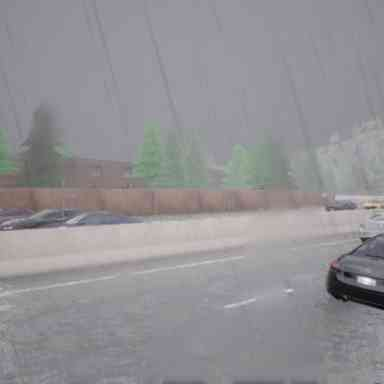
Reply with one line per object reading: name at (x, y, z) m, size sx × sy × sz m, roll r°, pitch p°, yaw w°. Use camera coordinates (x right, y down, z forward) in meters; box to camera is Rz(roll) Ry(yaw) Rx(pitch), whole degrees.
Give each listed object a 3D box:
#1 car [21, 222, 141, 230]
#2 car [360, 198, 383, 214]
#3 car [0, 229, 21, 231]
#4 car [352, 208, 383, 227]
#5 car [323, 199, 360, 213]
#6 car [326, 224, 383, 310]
car at (-4.257, 1.533, 13.839) m, size 4.674 × 1.442 × 1.812 m, roll 0°, pitch 0°, yaw -36°
car at (21.035, 1.544, 37.802) m, size 5.008 × 1.535 × 1.882 m, roll 0°, pitch 0°, yaw -45°
car at (-6.693, 1.512, 16.416) m, size 4.892 × 1.490 × 1.837 m, roll 0°, pitch 0°, yaw -36°
car at (9.070, 1.553, 14.533) m, size 4.674 × 1.442 × 1.812 m, roll 0°, pitch 0°, yaw -36°
car at (17.692, 1.611, 39.252) m, size 5.357 × 1.411 × 2.033 m, roll 0°, pitch 0°, yaw -42°
car at (4.777, 1.578, 7.155) m, size 4.181 × 1.385 × 1.994 m, roll 0°, pitch 0°, yaw -35°
